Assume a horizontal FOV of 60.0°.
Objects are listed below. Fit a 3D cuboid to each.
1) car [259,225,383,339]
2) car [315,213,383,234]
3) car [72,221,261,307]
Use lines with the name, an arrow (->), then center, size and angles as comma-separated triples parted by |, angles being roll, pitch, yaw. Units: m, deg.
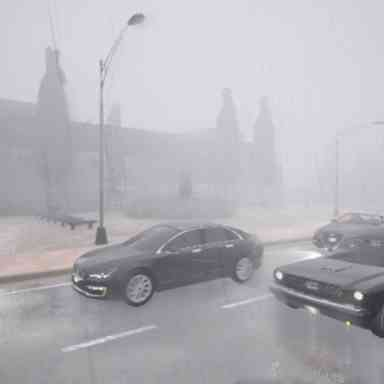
car -> 3.739, 1.599, 6.705 | 4.718, 1.301, 1.895 | 0, 0, -36
car -> 6.727, 1.560, 13.393 | 4.181, 1.385, 1.994 | 0, 0, -38
car -> -0.349, 1.505, 8.096 | 4.892, 1.490, 1.837 | 0, 0, -36
